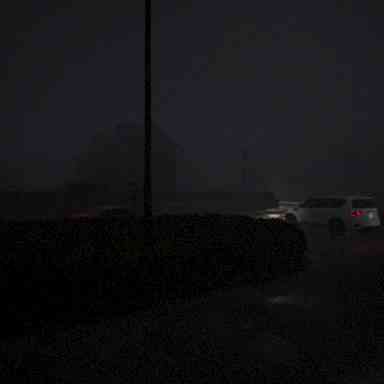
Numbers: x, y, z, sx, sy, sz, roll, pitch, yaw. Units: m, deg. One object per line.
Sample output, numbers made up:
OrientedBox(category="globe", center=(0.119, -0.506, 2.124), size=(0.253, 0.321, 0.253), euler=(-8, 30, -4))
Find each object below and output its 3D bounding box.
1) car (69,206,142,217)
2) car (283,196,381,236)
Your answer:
OrientedBox(category="car", center=(-4.002, 1.474, 17.781), size=(5.008, 1.535, 1.882), euler=(0, 0, -35))
OrientedBox(category="car", center=(7.575, 1.213, 18.661), size=(2.150, 2.045, 5.566), euler=(0, 0, -26))
